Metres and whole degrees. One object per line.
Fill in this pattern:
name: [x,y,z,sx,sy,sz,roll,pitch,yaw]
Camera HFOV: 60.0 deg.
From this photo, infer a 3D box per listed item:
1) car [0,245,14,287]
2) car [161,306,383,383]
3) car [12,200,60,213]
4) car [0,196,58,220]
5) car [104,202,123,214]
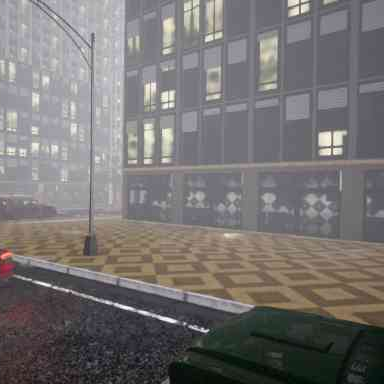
car: [-6.057,1.521,7.965,4.674,1.442,1.812,0,0,35]
car: [2.056,1.601,2.220,4.718,1.301,1.895,0,0,35]
car: [-18.331,1.643,39.271,1.752,1.417,4.829,1,0,36]
car: [-14.808,1.519,29.905,2.192,1.841,5.009,1,0,36]
car: [-8.035,1.830,39.135,1.752,1.417,4.829,1,0,36]
